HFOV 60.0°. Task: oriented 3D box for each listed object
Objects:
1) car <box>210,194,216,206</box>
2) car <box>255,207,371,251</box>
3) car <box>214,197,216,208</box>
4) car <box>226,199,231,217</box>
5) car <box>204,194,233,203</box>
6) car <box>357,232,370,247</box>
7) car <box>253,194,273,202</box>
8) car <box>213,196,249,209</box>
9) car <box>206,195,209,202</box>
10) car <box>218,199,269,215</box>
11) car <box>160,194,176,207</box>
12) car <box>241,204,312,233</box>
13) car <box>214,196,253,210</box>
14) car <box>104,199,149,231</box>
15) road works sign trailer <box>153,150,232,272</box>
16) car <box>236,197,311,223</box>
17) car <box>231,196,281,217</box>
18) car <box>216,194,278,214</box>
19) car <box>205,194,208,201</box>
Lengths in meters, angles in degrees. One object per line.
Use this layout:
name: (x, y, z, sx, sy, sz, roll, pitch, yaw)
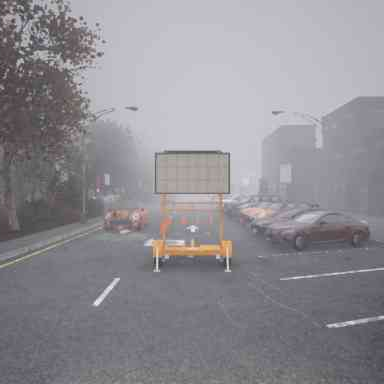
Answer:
car: (5.437, 1.271, 38.048, 5.566, 2.045, 2.435, 1, 0, -20)
car: (5.336, 1.528, 14.043, 4.674, 1.452, 2.002, 1, 0, -20)
car: (5.251, 1.503, 31.989, 5.366, 1.575, 1.946, 1, 0, -20)
car: (5.387, 1.538, 26.052, 4.674, 1.452, 2.002, 1, 0, -20)
car: (5.611, 1.391, 71.120, 5.566, 2.045, 2.435, 1, 0, -20)
car: (5.317, 1.487, 5.043, 4.892, 1.521, 2.231, 1, 0, -20)
car: (18.624, 1.463, 87.074, 2.435, 2.045, 5.566, 0, 0, -21)
car: (5.480, 1.424, 47.063, 4.553, 1.767, 2.185, 1, 0, -20)
car: (5.545, 1.583, 56.082, 5.008, 1.535, 2.097, 1, -1, -20)
car: (5.414, 1.545, 35.046, 4.792, 1.488, 2.163, 1, 0, -20)
car: (-3.862, 1.312, 54.195, 2.150, 2.045, 5.566, 0, 0, 0)
car: (5.318, 1.518, 17.035, 4.792, 1.488, 2.163, 1, 0, -20)
car: (5.463, 1.414, 44.061, 4.553, 1.767, 2.185, 1, 0, -20)
car: (-3.929, 1.358, 20.526, 2.097, 1.767, 4.553, 0, 0, 0)
road works sign trailer: (0.018, 0.465, 10.777, 2.380, 3.560, 2.880, 0, 0, 0)
car: (5.392, 1.366, 20.055, 4.553, 1.767, 2.185, 1, 0, -20)
car: (5.407, 1.369, 23.056, 4.553, 1.767, 2.185, 1, 0, -20)
car: (5.397, 1.252, 29.031, 5.566, 2.045, 2.435, 1, 0, -20)
car: (5.404, 1.613, 65.027, 5.366, 1.575, 1.946, 1, 0, -20)
